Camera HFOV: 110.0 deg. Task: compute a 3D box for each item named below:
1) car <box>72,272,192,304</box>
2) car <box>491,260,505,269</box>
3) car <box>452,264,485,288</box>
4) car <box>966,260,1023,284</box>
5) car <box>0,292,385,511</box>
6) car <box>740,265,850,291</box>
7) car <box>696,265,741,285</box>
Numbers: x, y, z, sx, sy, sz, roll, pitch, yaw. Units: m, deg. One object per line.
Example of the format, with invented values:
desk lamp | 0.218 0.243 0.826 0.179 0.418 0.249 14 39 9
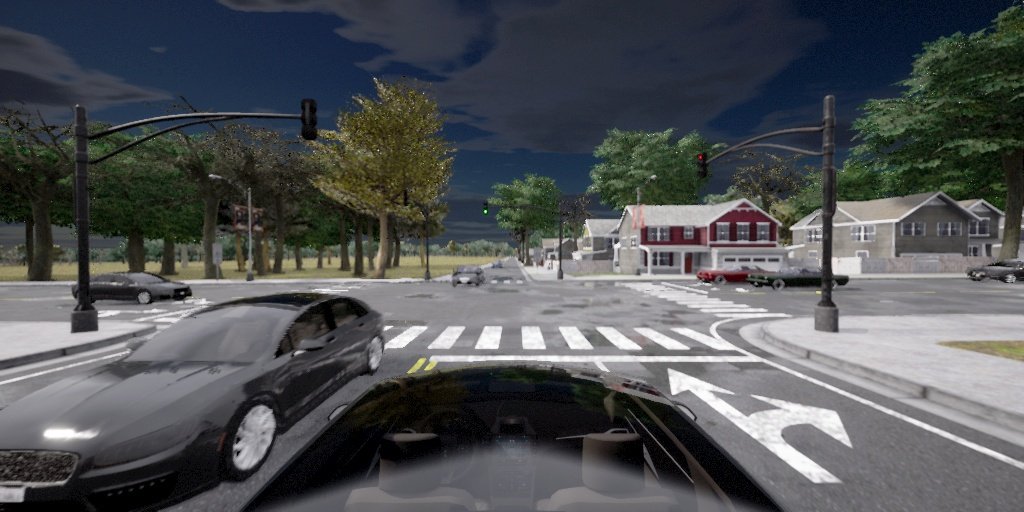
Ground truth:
car | -18.586 1.546 17.646 4.892 1.490 1.837 1 1 2
car | -2.643 1.625 63.773 1.812 1.442 4.674 0 1 0
car | -2.949 1.340 24.996 2.128 1.511 4.902 0 0 1
car | 33.348 1.023 23.775 4.892 1.490 1.837 0 1 1
car | -3.238 1.310 4.749 1.837 1.490 4.892 0 0 0
car | 16.319 1.280 20.714 4.718 1.301 1.895 0 1 1
car | 14.999 1.244 23.977 4.718 1.301 1.895 0 1 1
